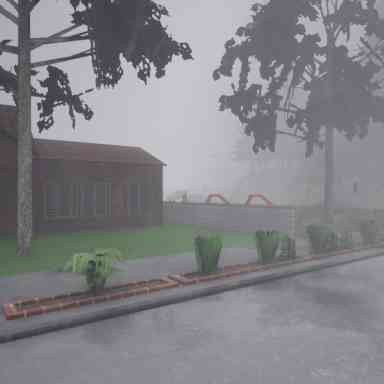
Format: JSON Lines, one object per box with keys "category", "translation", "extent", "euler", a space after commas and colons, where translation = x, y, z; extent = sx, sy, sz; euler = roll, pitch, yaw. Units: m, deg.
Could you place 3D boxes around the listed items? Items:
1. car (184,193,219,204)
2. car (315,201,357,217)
{"category": "car", "translation": [1.056, 1.222, 49.258], "extent": [2.150, 2.045, 5.566], "euler": [0, 0, -35]}
{"category": "car", "translation": [13.725, 1.564, 31.499], "extent": [1.994, 1.385, 4.181], "euler": [0, 0, -36]}
